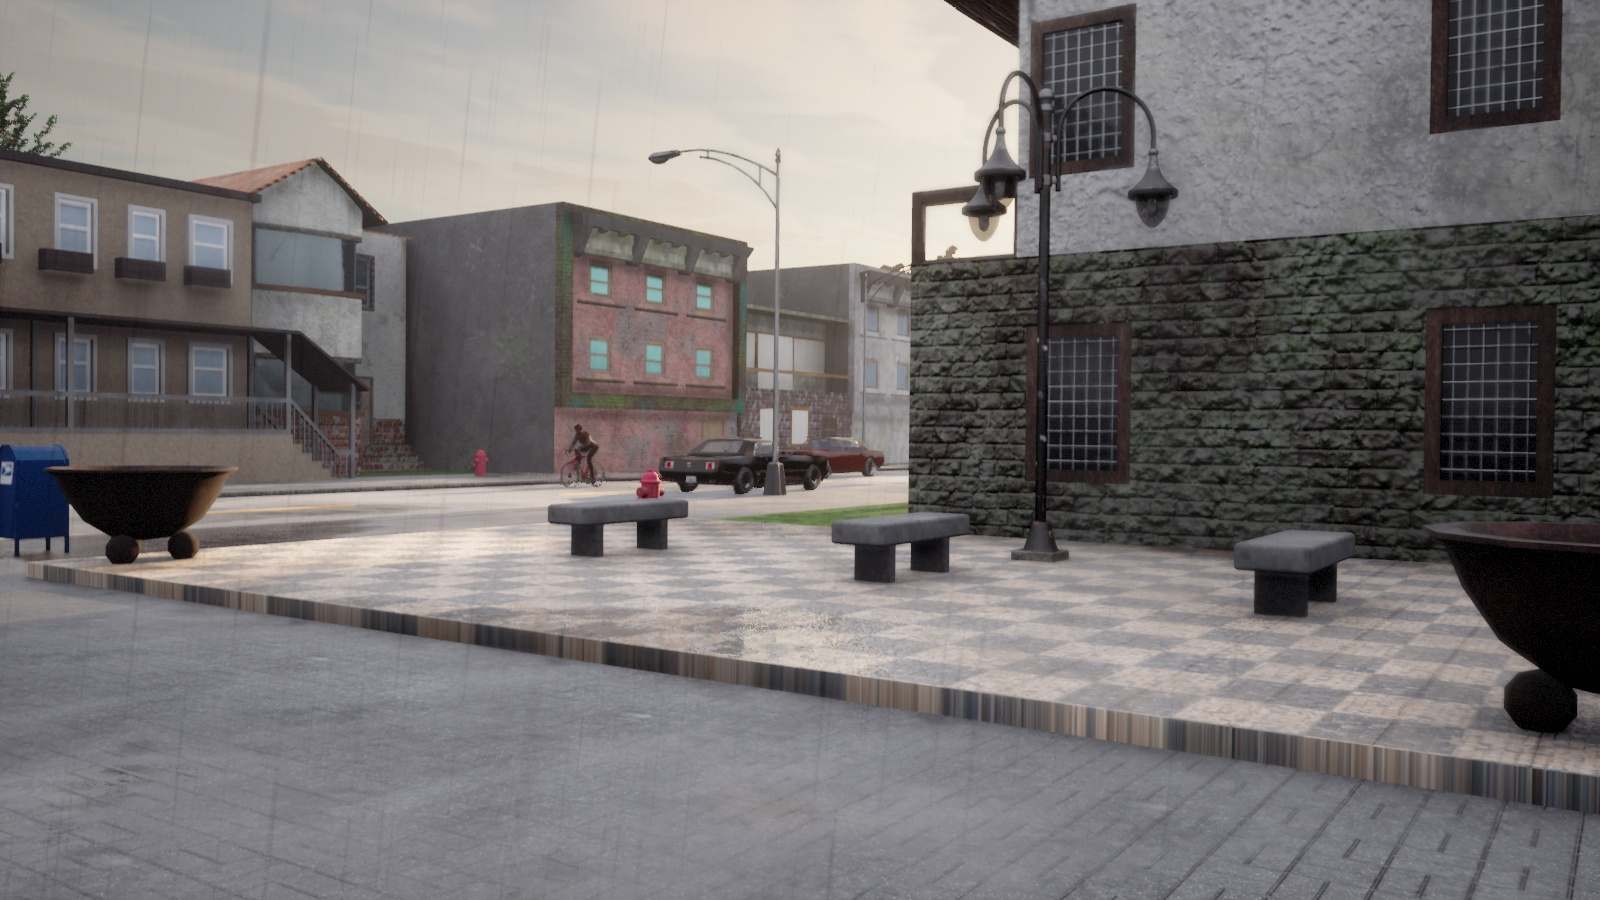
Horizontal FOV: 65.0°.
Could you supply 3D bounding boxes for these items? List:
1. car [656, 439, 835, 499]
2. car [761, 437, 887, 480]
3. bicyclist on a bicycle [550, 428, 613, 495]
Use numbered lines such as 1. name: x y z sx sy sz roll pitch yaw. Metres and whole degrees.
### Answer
1. car: -1.227 0.399 30.630 1.895 1.301 4.718 0 1 34
2. car: 0.855 0.233 40.944 1.895 1.301 4.718 0 1 33
3. bicyclist on a bicycle: -5.492 0.270 31.643 0.582 1.620 1.656 0 1 31
